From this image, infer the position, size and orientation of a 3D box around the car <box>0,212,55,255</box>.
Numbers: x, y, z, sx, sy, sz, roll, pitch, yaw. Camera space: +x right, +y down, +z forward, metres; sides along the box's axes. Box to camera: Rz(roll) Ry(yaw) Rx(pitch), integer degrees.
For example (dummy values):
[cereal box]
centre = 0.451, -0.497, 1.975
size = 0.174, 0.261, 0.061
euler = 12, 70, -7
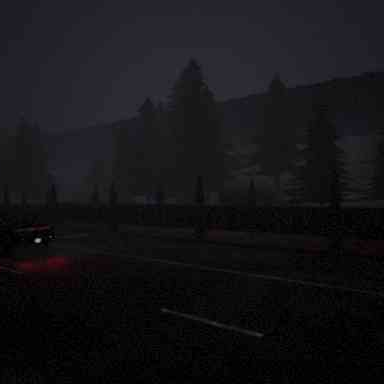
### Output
[car]
centre = -7.699, 1.593, 13.792
size = 4.902, 1.511, 2.128
euler = 0, 0, 36
